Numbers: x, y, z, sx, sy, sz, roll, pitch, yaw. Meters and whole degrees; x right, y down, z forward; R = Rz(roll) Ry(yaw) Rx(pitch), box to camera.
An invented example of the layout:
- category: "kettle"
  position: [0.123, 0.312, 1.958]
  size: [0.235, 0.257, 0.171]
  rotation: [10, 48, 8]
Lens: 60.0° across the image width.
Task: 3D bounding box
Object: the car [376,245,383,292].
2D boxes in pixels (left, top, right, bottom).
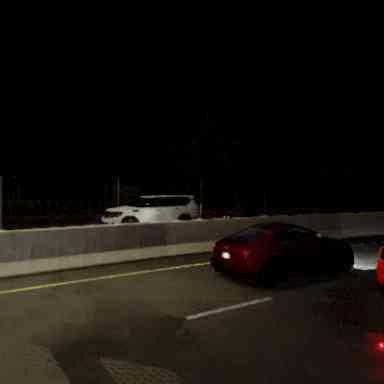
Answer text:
- category: "car"
  position: [6.206, 1.346, 7.318]
  size: [4.553, 1.767, 2.097]
  rotation: [0, 0, -30]

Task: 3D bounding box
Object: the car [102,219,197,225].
- category: "car"
  position: [-2.215, 1.168, 18.898]
  size: [5.566, 2.045, 2.150]
  rotation: [0, 0, -30]

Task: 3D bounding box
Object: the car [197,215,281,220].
- category: "car"
  position: [2.899, 1.313, 17.675]
  size: [4.553, 1.767, 2.097]
  rotation: [0, 0, -28]

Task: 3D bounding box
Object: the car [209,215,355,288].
- category: "car"
  position: [2.569, 1.545, 9.260]
  size: [4.181, 1.385, 1.994]
  rotation: [0, 0, -31]
